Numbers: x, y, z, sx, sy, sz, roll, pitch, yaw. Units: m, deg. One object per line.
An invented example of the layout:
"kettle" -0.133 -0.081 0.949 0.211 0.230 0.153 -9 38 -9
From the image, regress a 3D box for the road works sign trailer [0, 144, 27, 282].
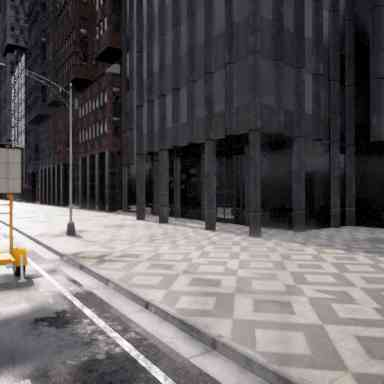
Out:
"road works sign trailer" -5.884 0.470 8.895 2.380 3.560 2.880 0 0 -36
